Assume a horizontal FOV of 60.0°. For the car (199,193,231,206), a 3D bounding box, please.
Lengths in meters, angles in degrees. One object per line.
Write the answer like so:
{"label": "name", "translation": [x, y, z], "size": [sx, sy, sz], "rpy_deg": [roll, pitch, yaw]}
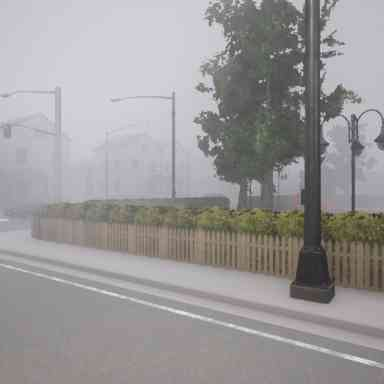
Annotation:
{"label": "car", "translation": [3.528, 1.221, 48.161], "size": [2.150, 2.045, 5.566], "rpy_deg": [0, 0, 35]}

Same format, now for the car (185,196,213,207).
{"label": "car", "translation": [1.158, 1.477, 51.018], "size": [1.882, 1.535, 5.008], "rpy_deg": [0, 0, 35]}

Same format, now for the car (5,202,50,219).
{"label": "car", "translation": [-14.031, 1.564, 29.263], "size": [1.994, 1.385, 4.181], "rpy_deg": [0, 0, 35]}
